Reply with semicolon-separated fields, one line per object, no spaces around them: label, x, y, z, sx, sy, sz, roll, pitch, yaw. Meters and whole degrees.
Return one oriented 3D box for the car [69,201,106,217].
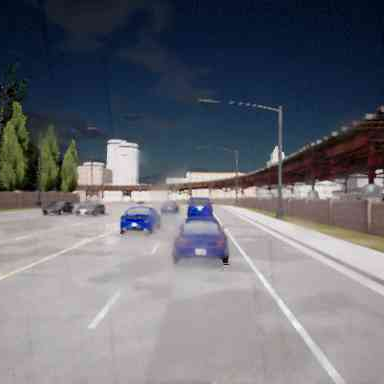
car;-9.920;1.630;32.860;2.128;1.511;4.902;1;0;1

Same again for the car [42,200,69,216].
car;-13.401;1.609;33.658;1.837;1.490;4.892;1;0;1

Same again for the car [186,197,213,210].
car;0.693;1.457;29.151;2.150;2.045;5.566;1;0;1

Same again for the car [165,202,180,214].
car;-2.577;1.843;39.805;1.994;1.385;4.181;1;0;1

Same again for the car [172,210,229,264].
car;0.317;1.625;12.138;1.812;1.442;4.674;1;0;1

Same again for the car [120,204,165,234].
car;-3.006;1.600;20.177;1.882;1.535;5.008;1;0;1
